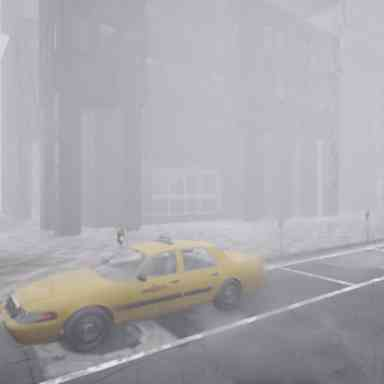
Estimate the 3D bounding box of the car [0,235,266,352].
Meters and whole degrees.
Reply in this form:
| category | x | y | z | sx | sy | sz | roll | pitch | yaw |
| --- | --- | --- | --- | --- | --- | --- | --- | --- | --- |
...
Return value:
| category | x | y | z | sx | sy | sz | roll | pitch | yaw |
| --- | --- | --- | --- | --- | --- | --- | --- | --- | --- |
| car | -0.731 | 1.520 | 6.126 | 4.829 | 1.417 | 1.752 | 0 | 0 | -35 |
